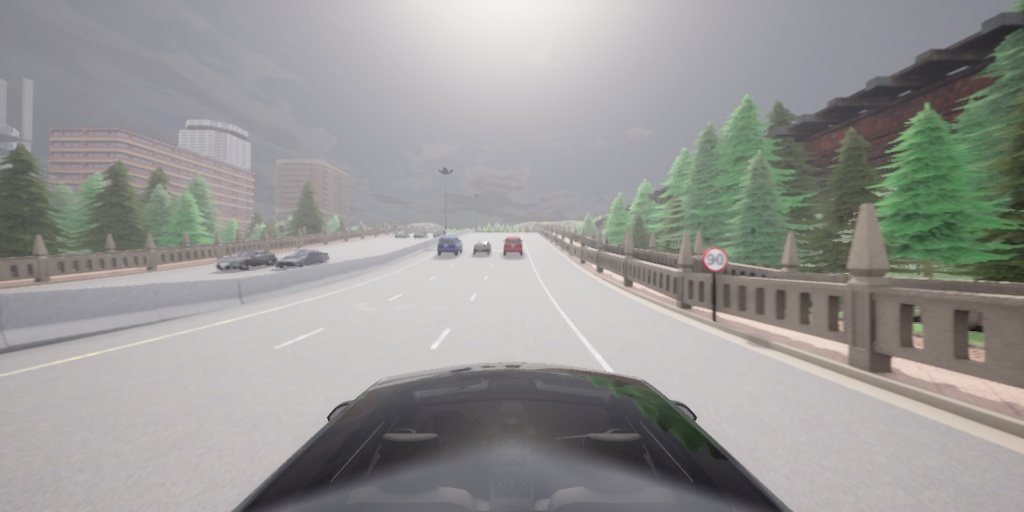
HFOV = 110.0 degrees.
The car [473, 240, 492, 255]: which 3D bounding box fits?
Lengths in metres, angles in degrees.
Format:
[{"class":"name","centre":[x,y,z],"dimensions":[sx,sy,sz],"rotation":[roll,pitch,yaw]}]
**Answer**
[{"class":"car","centre":[-3.345,-1.048,40.907],"dimensions":[2.128,1.511,4.902],"rotation":[0,7,1]}]

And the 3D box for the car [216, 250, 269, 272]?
[{"class":"car","centre":[-20.984,0.298,28.528],"dimensions":[2.128,1.511,4.902],"rotation":[0,5,1]}]

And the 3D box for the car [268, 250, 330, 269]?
[{"class":"car","centre":[-17.462,0.189,30.230],"dimensions":[2.033,1.411,5.357],"rotation":[0,6,1]}]

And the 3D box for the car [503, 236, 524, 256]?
[{"class":"car","centre":[0.139,-1.228,40.074],"dimensions":[2.150,2.045,5.566],"rotation":[0,7,1]}]

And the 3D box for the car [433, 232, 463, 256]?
[{"class":"car","centre":[-6.861,-1.216,40.008],"dimensions":[2.150,2.045,5.566],"rotation":[0,7,0]}]
